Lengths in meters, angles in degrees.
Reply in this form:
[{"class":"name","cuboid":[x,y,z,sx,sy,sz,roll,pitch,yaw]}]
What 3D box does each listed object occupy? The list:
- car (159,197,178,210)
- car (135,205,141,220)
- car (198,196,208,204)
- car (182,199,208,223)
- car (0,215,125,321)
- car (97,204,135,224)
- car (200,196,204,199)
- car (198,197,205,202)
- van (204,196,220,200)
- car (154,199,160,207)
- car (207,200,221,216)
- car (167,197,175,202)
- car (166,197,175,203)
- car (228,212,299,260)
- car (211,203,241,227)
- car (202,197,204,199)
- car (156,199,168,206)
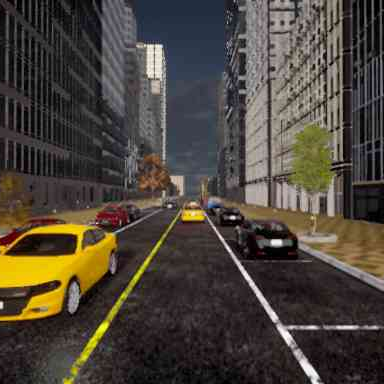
[{"class":"car","cuboid":[-3.078,1.821,48.404,2.128,1.511,4.902,0,0,0]},{"class":"car","cuboid":[-5.685,1.776,29.743,1.947,1.339,4.313,0,0,0]},{"class":"car","cuboid":[2.703,1.839,80.965,2.192,1.841,5.009,0,0,0]},{"class":"car","cuboid":[0.099,1.656,27.584,1.801,1.575,5.366,0,0,0]},{"class":"car","cuboid":[-3.100,1.535,7.753,1.882,1.535,5.008,0,0,0]},{"class":"car","cuboid":[-5.685,1.716,24.051,1.887,1.381,4.507,0,0,0]},{"class":"car","cuboid":[2.702,1.773,69.580,2.192,1.841,5.009,0,0,0]},{"class":"car","cuboid":[2.704,2.113,92.517,1.752,1.417,4.829,0,0,0]},{"class":"van","cuboid":[2.698,1.626,41.121,1.690,1.788,3.998,0,0,0]},{"class":"car","cuboid":[-5.681,1.915,58.036,1.752,1.417,4.829,0,0,0]},{"class":"car","cuboid":[2.697,1.813,35.426,1.947,1.339,4.313,0,0,0]},{"class":"car","cuboid":[-5.677,2.153,92.361,1.947,1.339,4.313,0,0,0]},{"class":"car","cuboid":[-5.678,2.107,86.668,2.008,1.369,4.403,0,0,0]},{"class":"car","cuboid":[2.694,1.657,12.658,1.947,1.339,4.313,0,0,0]},{"class":"car","cuboid":[2.695,1.737,24.042,1.947,1.339,4.313,0,0,0]},{"class":"car","cuboid":[2.698,1.761,46.811,1.967,1.590,4.097,0,0,0]},{"class":"car","cuboid":[-5.681,1.976,63.899,2.008,1.369,4.403,0,0,0]}]
